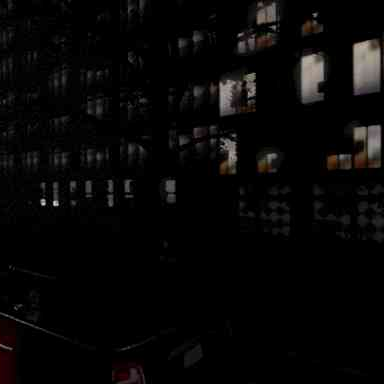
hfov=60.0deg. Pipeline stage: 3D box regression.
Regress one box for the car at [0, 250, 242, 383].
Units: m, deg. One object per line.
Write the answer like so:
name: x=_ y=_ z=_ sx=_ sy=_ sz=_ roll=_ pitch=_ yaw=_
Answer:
car: x=-1.567 y=1.442 z=4.006 sx=4.097 sy=1.590 sz=1.967 roll=0 pitch=0 yaw=36
